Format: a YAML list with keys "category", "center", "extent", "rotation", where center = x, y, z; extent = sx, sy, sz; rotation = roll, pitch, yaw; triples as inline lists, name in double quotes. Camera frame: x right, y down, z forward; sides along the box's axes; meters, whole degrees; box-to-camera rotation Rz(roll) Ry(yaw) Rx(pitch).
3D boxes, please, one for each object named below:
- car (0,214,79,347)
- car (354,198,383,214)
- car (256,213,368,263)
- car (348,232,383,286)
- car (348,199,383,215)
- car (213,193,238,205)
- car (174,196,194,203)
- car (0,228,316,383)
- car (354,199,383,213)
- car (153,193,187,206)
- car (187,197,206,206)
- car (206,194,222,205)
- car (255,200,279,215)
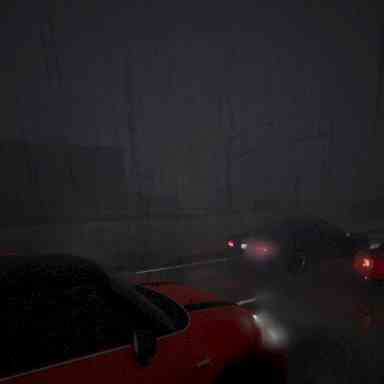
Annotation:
- category: "car"
  center: [-4.310, 1.352, 4.972]
  extent: [4.553, 1.767, 2.097]
  rotation: [0, 0, -35]
- category: "car"
  center: [19.624, 1.471, 34.147]
  extent: [1.882, 1.535, 5.008]
  rotation: [0, 0, -36]
- category: "car"
  center: [3.507, 1.546, 10.593]
  extent: [5.357, 1.411, 2.033]
  rotation: [0, 0, -35]
- category: "car"
  center: [6.079, 1.599, 8.122]
  extent: [4.718, 1.301, 1.895]
  rotation: [0, 0, -35]
- category: "car"
  center: [17.338, 1.472, 31.340]
  extent: [1.882, 1.535, 5.008]
  rotation: [0, 0, -36]
- category: "car"
  center: [5.662, 1.211, 59.283]
  extent: [2.150, 2.045, 5.566]
  rotation: [0, 0, -36]
- category: "car"
  center: [-1.690, 1.553, 69.519]
  extent: [1.994, 1.385, 4.181]
  rotation: [0, 0, -36]
- category: "car"
  center: [-1.252, 1.352, 2.854]
  extent: [4.553, 1.767, 2.097]
  rotation: [0, 0, -35]
- category: "car"
  center: [21.097, 1.557, 38.068]
  extent: [1.994, 1.385, 4.181]
  rotation: [0, 0, -36]
- category: "car"
  center: [-3.621, 1.208, 54.174]
  extent: [2.150, 2.045, 5.566]
  rotation: [0, 1, -35]
- category: "car"
  center: [-0.596, 1.542, 55.968]
  extent: [2.033, 1.411, 5.357]
  rotation: [0, 0, -36]
- category: "car"
  center: [2.404, 1.540, 57.797]
  extent: [2.033, 1.411, 5.357]
  rotation: [0, 0, -36]
- category: "car"
  center: [7.630, 1.543, 34.469]
  extent: [2.033, 1.411, 5.357]
  rotation: [0, 0, 4]
